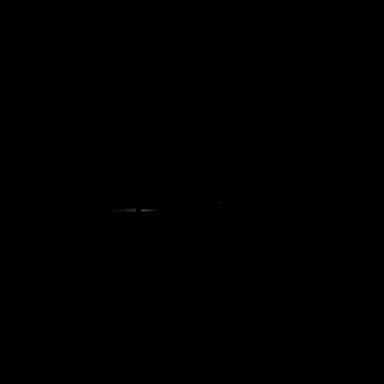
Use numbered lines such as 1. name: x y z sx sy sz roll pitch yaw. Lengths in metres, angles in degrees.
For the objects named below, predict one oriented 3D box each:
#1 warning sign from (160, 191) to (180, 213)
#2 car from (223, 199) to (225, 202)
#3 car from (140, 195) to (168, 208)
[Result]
1. warning sign: -1.874 0.832 28.548 1.300 1.860 1.060 0 0 31
2. car: 6.932 0.967 56.725 2.033 1.411 5.357 1 1 32
3. car: -4.295 1.123 38.472 1.812 1.442 4.674 1 1 31
